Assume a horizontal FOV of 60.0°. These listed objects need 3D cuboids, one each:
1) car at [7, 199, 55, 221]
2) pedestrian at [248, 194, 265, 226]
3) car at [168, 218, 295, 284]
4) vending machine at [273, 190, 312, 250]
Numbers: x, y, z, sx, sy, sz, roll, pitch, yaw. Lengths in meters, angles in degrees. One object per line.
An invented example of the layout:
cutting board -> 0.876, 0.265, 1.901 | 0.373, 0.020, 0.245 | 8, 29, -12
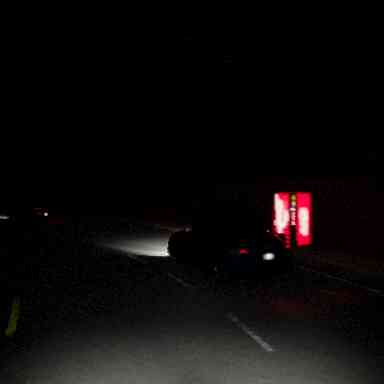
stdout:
car -> -12.133, 1.311, 24.982 | 4.892, 1.490, 1.837 | 0, 0, 40
pedestrian -> 2.609, 0.944, 13.332 | 0.375, 1.860, 0.375 | -1, 1, -31
car -> 0.866, 1.434, 9.406 | 1.994, 1.385, 4.181 | -1, 1, -26
vending machine -> 3.743, 0.999, 12.384 | 1.100, 2.100, 0.880 | -1, 1, -30
